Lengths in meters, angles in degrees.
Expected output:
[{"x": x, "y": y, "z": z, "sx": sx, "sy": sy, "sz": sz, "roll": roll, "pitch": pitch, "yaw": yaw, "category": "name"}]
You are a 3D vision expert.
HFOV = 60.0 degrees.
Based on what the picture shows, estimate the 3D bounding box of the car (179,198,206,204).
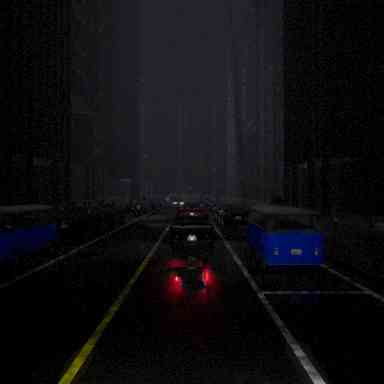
[{"x": 0.000, "y": 1.526, "z": 29.650, "sx": 1.837, "sy": 1.490, "sz": 4.892, "roll": 0, "pitch": 0, "yaw": 0, "category": "car"}]

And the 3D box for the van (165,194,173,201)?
[{"x": -5.761, "y": 1.401, "z": 83.566, "sx": 1.690, "sy": 1.788, "sz": 3.998, "roll": 0, "pitch": 0, "yaw": 0, "category": "van"}]

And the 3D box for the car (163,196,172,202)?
[{"x": -5.761, "y": 1.577, "z": 77.787, "sx": 1.752, "sy": 1.417, "sz": 4.829, "roll": 0, "pitch": 0, "yaw": 0, "category": "car"}]

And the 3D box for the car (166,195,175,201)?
[{"x": -5.761, "y": 1.508, "z": 89.176, "sx": 1.967, "sy": 1.590, "sz": 4.097, "roll": 0, "pitch": 0, "yaw": 0, "category": "car"}]

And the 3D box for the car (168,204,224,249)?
[{"x": 0.000, "y": 1.498, "z": 14.650, "sx": 2.128, "sy": 1.511, "sz": 4.902, "roll": 0, "pitch": 0, "yaw": 0, "category": "car"}]

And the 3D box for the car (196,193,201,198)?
[{"x": 2.764, "y": 1.367, "z": 77.969, "sx": 2.192, "sy": 1.841, "sz": 5.009, "roll": 0, "pitch": 0, "yaw": 0, "category": "car"}]

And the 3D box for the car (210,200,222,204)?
[{"x": 2.764, "y": 1.573, "z": 27.487, "sx": 1.947, "sy": 1.339, "sz": 4.313, "roll": 0, "pitch": 0, "yaw": 0, "category": "car"}]

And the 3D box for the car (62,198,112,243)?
[{"x": -5.761, "y": 1.318, "z": 16.253, "sx": 2.192, "sy": 1.841, "sz": 5.009, "roll": 0, "pitch": 0, "yaw": 0, "category": "car"}]

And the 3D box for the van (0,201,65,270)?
[{"x": -5.761, "y": 1.342, "z": 10.642, "sx": 1.690, "sy": 1.788, "sz": 3.998, "roll": 0, "pitch": 0, "yaw": 0, "category": "van"}]

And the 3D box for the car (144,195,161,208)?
[{"x": -5.761, "y": 1.333, "z": 44.300, "sx": 2.192, "sy": 1.841, "sz": 5.009, "roll": 0, "pitch": 0, "yaw": 0, "category": "car"}]

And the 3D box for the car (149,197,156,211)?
[{"x": -5.761, "y": 1.565, "z": 38.690, "sx": 2.008, "sy": 1.369, "sz": 4.403, "roll": 0, "pitch": 0, "yaw": 0, "category": "car"}]

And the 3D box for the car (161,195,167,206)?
[{"x": -5.761, "y": 1.593, "z": 55.519, "sx": 1.947, "sy": 1.339, "sz": 4.313, "roll": 0, "pitch": 0, "yaw": 0, "category": "car"}]

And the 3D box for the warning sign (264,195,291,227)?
[{"x": 5.066, "y": 1.119, "z": 19.750, "sx": 1.300, "sy": 1.860, "sz": 1.060, "roll": 0, "pitch": 0, "yaw": 0, "category": "warning sign"}]

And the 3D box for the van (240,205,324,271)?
[{"x": 2.765, "y": 1.342, "z": 10.660, "sx": 1.690, "sy": 1.788, "sz": 3.998, "roll": 0, "pitch": 0, "yaw": 0, "category": "van"}]

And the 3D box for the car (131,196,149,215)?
[{"x": -5.761, "y": 1.451, "z": 33.081, "sx": 1.967, "sy": 1.590, "sz": 4.097, "roll": 0, "pitch": 0, "yaw": 0, "category": "car"}]

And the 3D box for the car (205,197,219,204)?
[{"x": 2.764, "y": 1.559, "z": 38.706, "sx": 1.887, "sy": 1.381, "sz": 4.507, "roll": 0, "pitch": 0, "yaw": 0, "category": "car"}]

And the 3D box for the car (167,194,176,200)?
[{"x": -5.761, "y": 1.391, "z": 94.785, "sx": 2.192, "sy": 1.841, "sz": 5.009, "roll": 0, "pitch": 0, "yaw": 0, "category": "car"}]

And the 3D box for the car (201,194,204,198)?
[{"x": 2.764, "y": 1.462, "z": 49.924, "sx": 1.967, "sy": 1.590, "sz": 4.097, "roll": 0, "pitch": 0, "yaw": 0, "category": "car"}]

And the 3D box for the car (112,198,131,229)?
[{"x": -5.761, "y": 1.320, "z": 21.861, "sx": 2.192, "sy": 1.841, "sz": 5.009, "roll": 0, "pitch": 0, "yaw": 0, "category": "car"}]

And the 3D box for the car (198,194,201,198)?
[{"x": 2.764, "y": 1.627, "z": 72.360, "sx": 1.802, "sy": 1.307, "sz": 4.206, "roll": 0, "pitch": 0, "yaw": 0, "category": "car"}]

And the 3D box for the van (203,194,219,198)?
[{"x": 2.764, "y": 1.359, "z": 44.315, "sx": 1.690, "sy": 1.788, "sz": 3.998, "roll": 0, "pitch": 0, "yaw": 0, "category": "van"}]

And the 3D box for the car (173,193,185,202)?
[{"x": -3.000, "y": 1.522, "z": 76.748, "sx": 1.882, "sy": 1.535, "sz": 5.008, "roll": 0, "pitch": 0, "yaw": 0, "category": "car"}]

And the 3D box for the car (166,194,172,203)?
[{"x": -5.761, "y": 1.589, "z": 66.738, "sx": 2.008, "sy": 1.369, "sz": 4.403, "roll": 0, "pitch": 0, "yaw": 0, "category": "car"}]

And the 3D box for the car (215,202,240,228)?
[{"x": 2.764, "y": 1.571, "z": 21.878, "sx": 1.947, "sy": 1.339, "sz": 4.313, "roll": 0, "pitch": 0, "yaw": 0, "category": "car"}]

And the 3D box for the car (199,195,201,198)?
[{"x": 2.764, "y": 1.598, "z": 61.141, "sx": 1.947, "sy": 1.339, "sz": 4.313, "roll": 0, "pitch": 0, "yaw": 0, "category": "car"}]
